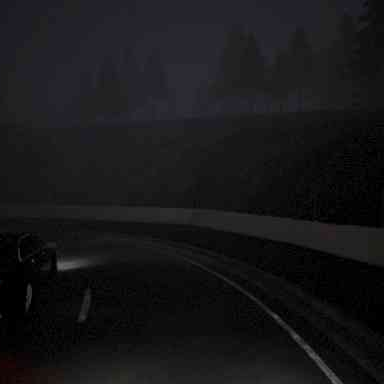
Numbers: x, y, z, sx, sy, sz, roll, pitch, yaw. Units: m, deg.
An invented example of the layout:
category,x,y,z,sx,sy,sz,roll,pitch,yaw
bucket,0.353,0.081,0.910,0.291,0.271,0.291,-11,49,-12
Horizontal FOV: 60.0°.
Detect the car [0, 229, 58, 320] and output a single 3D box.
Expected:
category,x,y,z,sx,sy,sz,roll,pitch,yaw
car,-4.183,1.563,7.181,1.837,1.490,4.892,1,-1,-14
